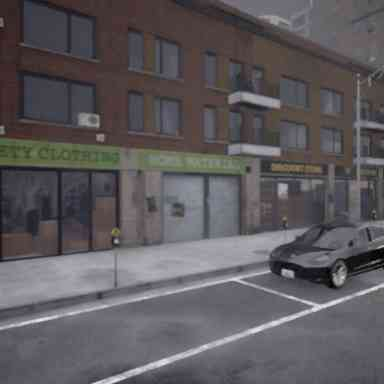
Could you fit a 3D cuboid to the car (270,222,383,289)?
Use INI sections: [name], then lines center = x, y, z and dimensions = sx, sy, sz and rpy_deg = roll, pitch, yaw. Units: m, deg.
[car]
center = 4.021, 1.525, 9.056
dimensions = 4.313, 1.339, 1.947
rpy_deg = 0, 0, -36
